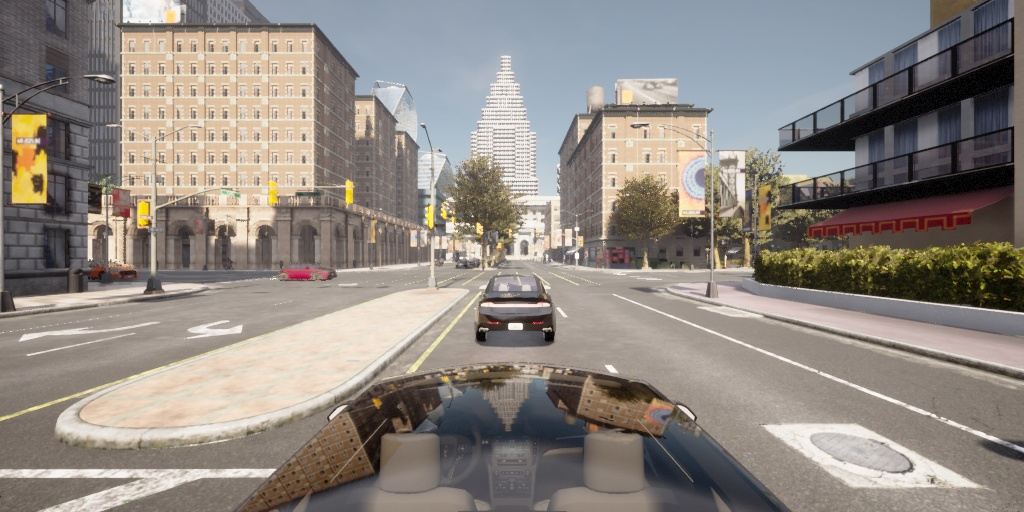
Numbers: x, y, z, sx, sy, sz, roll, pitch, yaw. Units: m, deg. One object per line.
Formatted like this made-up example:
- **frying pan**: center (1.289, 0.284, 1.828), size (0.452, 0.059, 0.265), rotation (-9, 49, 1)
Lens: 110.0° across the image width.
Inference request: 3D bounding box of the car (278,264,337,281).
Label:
- **car**: center (-16.687, 1.314, 29.338), size (4.181, 1.385, 1.994), rotation (0, 0, 0)

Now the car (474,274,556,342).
- **car**: center (0.083, 1.242, 9.815), size (2.128, 1.511, 4.902), rotation (0, 0, 0)

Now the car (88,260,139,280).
- **car**: center (-33.463, 1.102, 29.273), size (4.553, 1.767, 2.097), rotation (0, 0, 0)

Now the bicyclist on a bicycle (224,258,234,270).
- **bicyclist on a bicycle**: center (-37.237, 1.050, 47.226), size (0.582, 1.620, 1.656), rotation (0, 0, 0)

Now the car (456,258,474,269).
- **car**: center (-8.002, 1.241, 58.564), size (2.128, 1.511, 4.902), rotation (0, 0, 0)
